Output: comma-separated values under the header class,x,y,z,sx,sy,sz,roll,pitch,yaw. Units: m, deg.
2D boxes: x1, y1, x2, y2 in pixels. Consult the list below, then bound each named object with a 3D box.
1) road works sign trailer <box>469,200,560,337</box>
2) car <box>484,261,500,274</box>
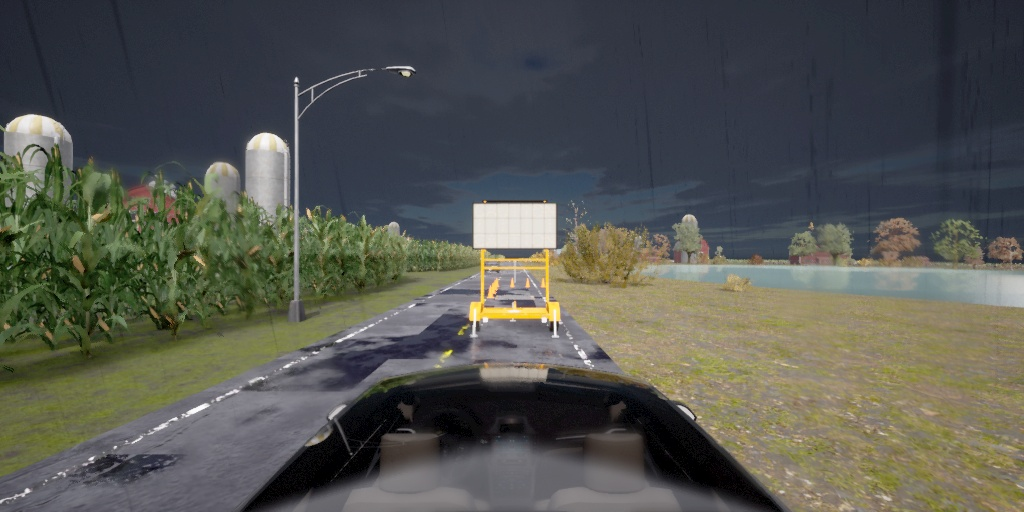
class,x,y,z,sx,sy,sz,roll,pitch,yaw
road works sign trailer,0.081,0.217,10.239,2.380,3.560,2.880,0,0,0
car,-2.407,1.285,41.735,2.128,1.511,4.902,0,0,0
